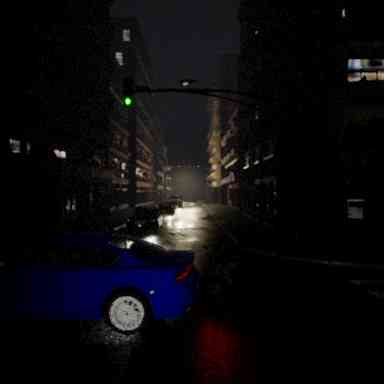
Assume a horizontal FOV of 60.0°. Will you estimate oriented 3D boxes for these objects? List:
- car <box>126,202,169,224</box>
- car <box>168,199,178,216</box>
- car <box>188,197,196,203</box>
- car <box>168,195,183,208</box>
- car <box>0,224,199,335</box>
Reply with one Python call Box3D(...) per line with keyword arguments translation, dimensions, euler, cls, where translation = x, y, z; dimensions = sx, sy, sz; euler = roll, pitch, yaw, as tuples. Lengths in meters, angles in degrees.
Box3D(translation=(-2.856, 1.609, 20.815), dimensions=(2.128, 1.511, 4.902), euler=(0, 0, 1), cls="car")
Box3D(translation=(-2.829, 1.767, 35.226), dimensions=(1.994, 1.385, 4.181), euler=(0, 0, 0), cls="car")
Box3D(translation=(0.043, 2.120, 86.748), dimensions=(1.994, 1.385, 4.181), euler=(0, 0, 0), cls="car")
Box3D(translation=(-2.735, 1.563, 54.815), dimensions=(2.150, 2.045, 5.566), euler=(0, -1, 0), cls="car")
Box3D(translation=(-2.380, 1.504, 6.296), dimensions=(5.008, 1.535, 1.882), euler=(0, 0, 4), cls="car")
